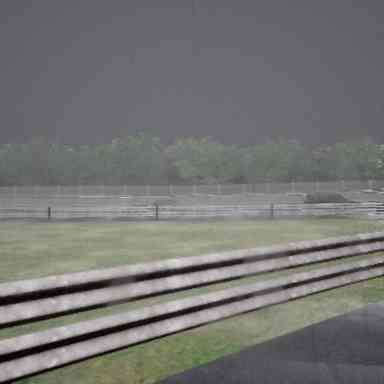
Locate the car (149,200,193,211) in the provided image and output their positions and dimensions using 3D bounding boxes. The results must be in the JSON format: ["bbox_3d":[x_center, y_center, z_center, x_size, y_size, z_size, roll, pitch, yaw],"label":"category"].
[{"bbox_3d":[-2.188,1.602,35.235,4.553,1.767,2.097,-1,1,6],"label":"car"}]

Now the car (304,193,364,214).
[{"bbox_3d":[14.187,1.122,33.582,5.566,2.045,2.150,-1,1,6],"label":"car"}]
